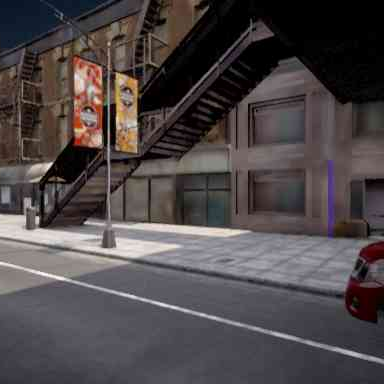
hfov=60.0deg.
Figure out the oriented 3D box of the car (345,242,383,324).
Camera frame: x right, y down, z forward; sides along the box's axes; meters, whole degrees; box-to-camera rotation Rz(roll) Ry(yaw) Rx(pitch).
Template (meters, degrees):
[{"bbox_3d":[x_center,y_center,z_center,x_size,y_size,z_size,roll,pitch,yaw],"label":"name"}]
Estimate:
[{"bbox_3d":[4.972,1.173,4.068,5.566,2.045,2.435,0,0,35],"label":"car"}]
